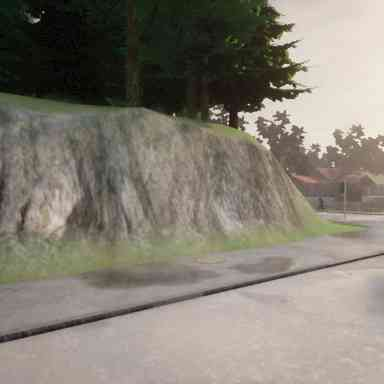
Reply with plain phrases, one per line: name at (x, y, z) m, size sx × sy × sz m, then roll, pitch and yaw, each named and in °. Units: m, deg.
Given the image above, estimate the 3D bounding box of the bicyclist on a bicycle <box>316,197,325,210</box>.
bicyclist on a bicycle at (15.449, 1.365, 39.960) m, size 1.656 × 1.620 × 0.582 m, roll 0°, pitch 0°, yaw -36°
